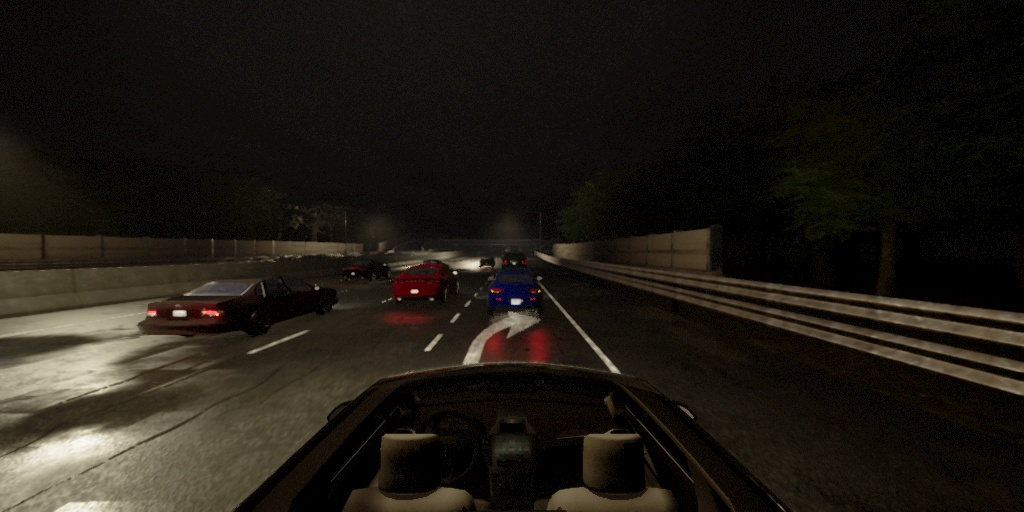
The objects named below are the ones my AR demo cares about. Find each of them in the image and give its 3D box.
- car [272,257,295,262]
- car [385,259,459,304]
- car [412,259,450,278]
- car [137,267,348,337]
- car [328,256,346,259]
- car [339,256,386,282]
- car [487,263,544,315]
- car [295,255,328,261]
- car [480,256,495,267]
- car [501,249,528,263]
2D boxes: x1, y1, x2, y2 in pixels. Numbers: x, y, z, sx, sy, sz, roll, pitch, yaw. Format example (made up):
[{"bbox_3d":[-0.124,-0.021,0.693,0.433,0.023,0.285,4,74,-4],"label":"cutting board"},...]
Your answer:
[{"bbox_3d":[-27.852,0.832,44.425,2.033,1.411,5.357,0,1,1],"label":"car"},{"bbox_3d":[-3.474,1.088,15.292,1.882,1.535,5.008,0,1,0],"label":"car"},{"bbox_3d":[-6.801,0.995,30.809,2.033,1.411,5.357,0,1,0],"label":"car"},{"bbox_3d":[-6.890,1.212,9.949,2.033,1.411,5.357,0,1,0],"label":"car"},{"bbox_3d":[-20.847,0.776,45.415,1.837,1.490,4.892,0,1,1],"label":"car"},{"bbox_3d":[-10.330,0.977,25.809,1.882,1.535,5.008,0,1,0],"label":"car"},{"bbox_3d":[0.120,1.160,12.900,1.812,1.442,4.674,0,1,0],"label":"car"},{"bbox_3d":[-24.354,0.632,44.768,2.097,1.767,4.553,0,1,1],"label":"car"},{"bbox_3d":[-3.257,0.712,48.407,2.128,1.511,4.902,0,1,1],"label":"car"},{"bbox_3d":[0.216,0.664,31.383,2.150,2.045,5.566,0,1,1],"label":"car"}]
